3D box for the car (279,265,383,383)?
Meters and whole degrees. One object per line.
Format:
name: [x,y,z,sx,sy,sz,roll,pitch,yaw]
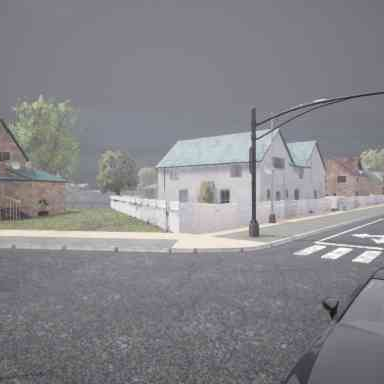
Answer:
car: [2.506,1.524,3.367,1.812,1.442,4.674,0,0,41]
